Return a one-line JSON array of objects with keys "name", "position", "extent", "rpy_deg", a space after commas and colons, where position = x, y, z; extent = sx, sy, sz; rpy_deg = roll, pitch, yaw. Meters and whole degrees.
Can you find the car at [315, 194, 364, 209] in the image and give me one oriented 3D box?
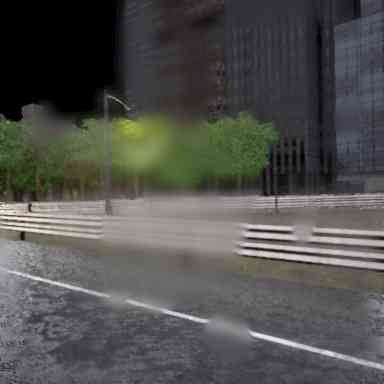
[{"name": "car", "position": [14.805, 0.946, 33.401], "extent": [4.892, 1.490, 1.837], "rpy_deg": [-1, -1, -6]}]
